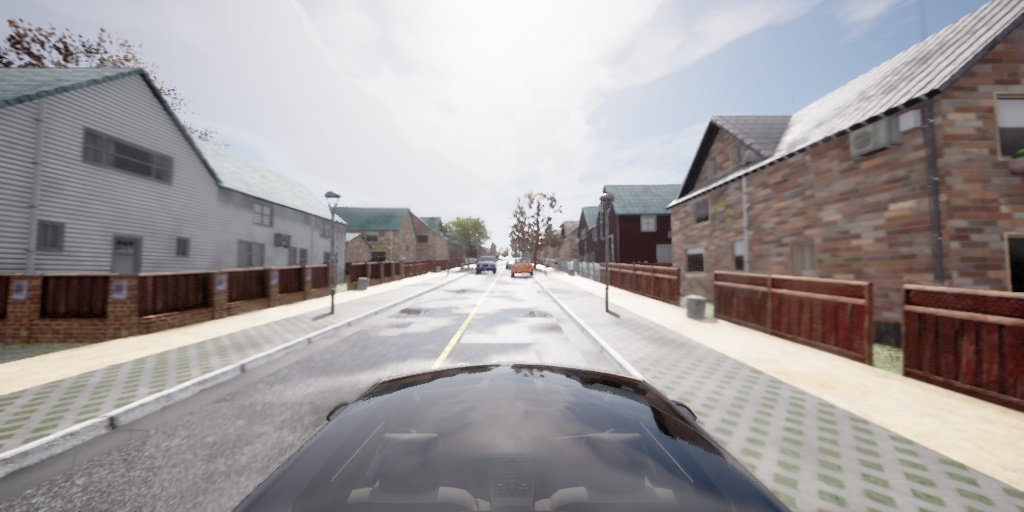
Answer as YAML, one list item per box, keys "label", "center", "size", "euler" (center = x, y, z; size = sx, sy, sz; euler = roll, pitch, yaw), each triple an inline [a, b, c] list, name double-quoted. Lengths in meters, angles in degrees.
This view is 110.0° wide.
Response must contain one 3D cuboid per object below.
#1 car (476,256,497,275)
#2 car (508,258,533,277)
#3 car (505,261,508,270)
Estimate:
- label: "car"
  center: [-2.829, 0.987, 40.648]
  size: [2.150, 2.045, 5.566]
  euler: [0, 0, 0]
- label: "car"
  center: [0.933, 1.066, 35.360]
  size: [2.097, 1.767, 4.553]
  euler: [-3, -1, 0]
- label: "car"
  center: [0.018, 1.338, 54.336]
  size: [1.994, 1.385, 4.181]
  euler: [0, 0, 0]
